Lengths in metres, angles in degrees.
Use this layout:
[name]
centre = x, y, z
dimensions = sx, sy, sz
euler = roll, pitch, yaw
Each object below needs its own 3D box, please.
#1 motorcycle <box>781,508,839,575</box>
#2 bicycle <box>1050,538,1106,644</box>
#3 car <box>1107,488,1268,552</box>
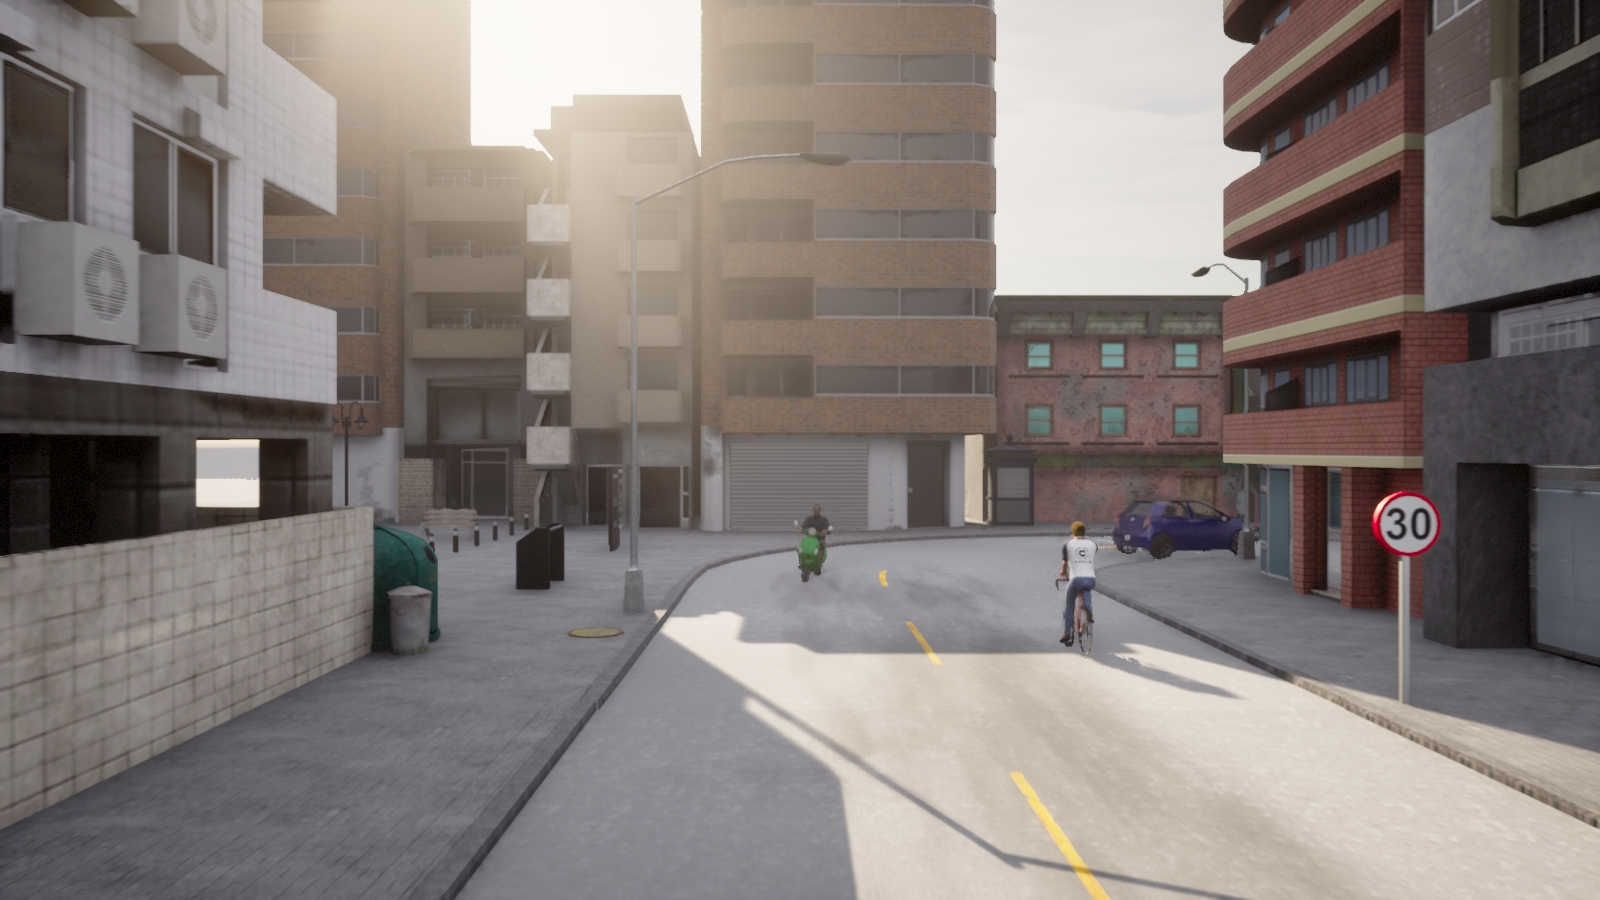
[motorcycle]
centre = 0.237, 1.947, 24.595
dimensions = 0.856, 1.236, 1.805
euler = 4, 1, 12
[bicycle]
centre = 3.856, 1.925, 15.927
dimensions = 0.373, 1.296, 1.643
euler = 0, -1, 0
[car]
centre = 10.151, 1.799, 29.999
dimensions = 3.633, 1.501, 1.845
euler = 0, 0, -18
